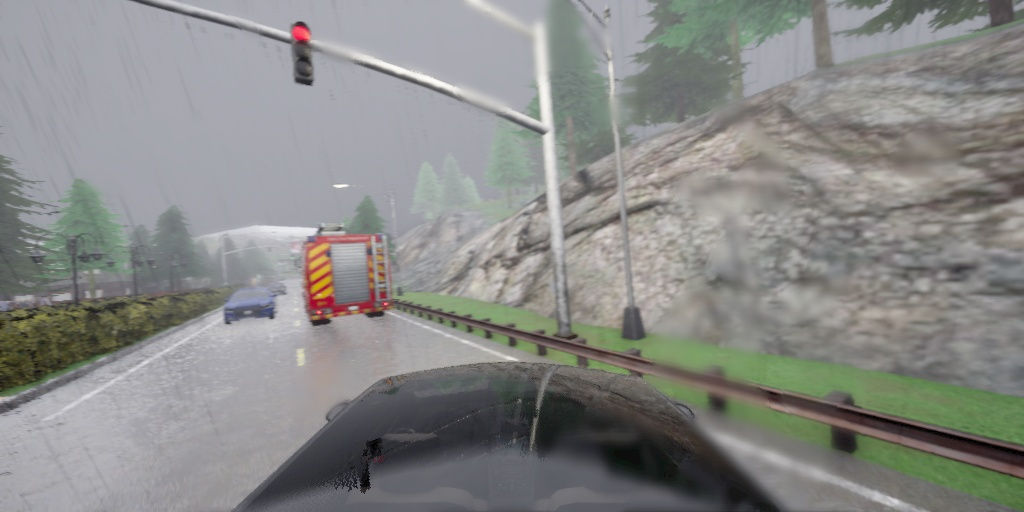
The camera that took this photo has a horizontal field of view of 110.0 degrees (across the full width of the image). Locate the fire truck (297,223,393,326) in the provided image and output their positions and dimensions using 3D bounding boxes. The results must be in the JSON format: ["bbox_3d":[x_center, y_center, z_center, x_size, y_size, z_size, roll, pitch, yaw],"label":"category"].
[{"bbox_3d":[-8.060,0.844,16.714,2.891,3.827,8.468,-4,-1,-31],"label":"fire truck"}]

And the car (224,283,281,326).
[{"bbox_3d":[-12.972,2.390,17.999,1.882,1.535,5.008,-4,-1,-31],"label":"car"}]

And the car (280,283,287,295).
[{"bbox_3d":[-26.581,3.763,40.523,2.033,1.411,5.357,-4,-1,-31],"label":"car"}]
